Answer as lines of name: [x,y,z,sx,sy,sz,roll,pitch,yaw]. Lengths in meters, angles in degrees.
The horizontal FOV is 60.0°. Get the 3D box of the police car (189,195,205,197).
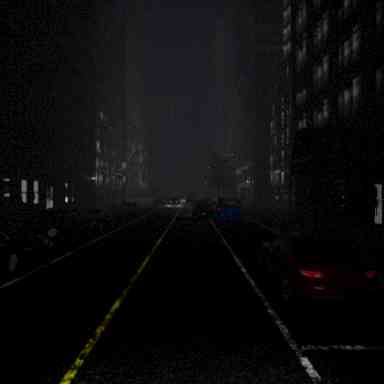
police car: [0.896,1.447,38.040,1.930,1.638,5.238,0,0,0]

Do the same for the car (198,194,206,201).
car: [2.681,1.444,87.527,1.967,1.590,4.097,0,0,0]

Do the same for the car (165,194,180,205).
car: [-3.064,1.533,57.776,1.837,1.490,4.892,0,0,1]

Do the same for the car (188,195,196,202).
car: [-0.009,1.471,78.692,1.837,1.490,4.892,0,0,0]

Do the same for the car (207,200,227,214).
car: [2.686,1.603,36.295,1.802,1.307,4.206,0,0,0]

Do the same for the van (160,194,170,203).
van: [-5.697,1.365,70.453,1.690,1.788,3.998,0,0,0]

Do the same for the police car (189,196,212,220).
police car: [0.897,1.444,28.040,1.930,1.638,5.238,0,0,0]

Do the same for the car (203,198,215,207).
car: [2.685,1.610,53.373,1.802,1.307,4.206,0,0,0]

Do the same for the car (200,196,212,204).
car: [2.684,1.578,64.758,2.008,1.369,4.403,0,0,0]

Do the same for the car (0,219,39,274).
car: [-5.692,1.560,7.835,2.008,1.369,4.403,0,0,0]

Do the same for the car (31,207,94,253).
car: [-5.692,1.453,13.529,1.967,1.590,4.097,0,0,0]

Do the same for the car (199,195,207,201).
car: [2.682,1.451,81.835,1.967,1.590,4.097,0,0,0]

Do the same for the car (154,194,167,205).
car: [-5.697,1.580,59.068,2.008,1.369,4.403,0,0,0]

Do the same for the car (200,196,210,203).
car: [2.683,1.574,70.450,2.008,1.369,4.403,0,0,0]

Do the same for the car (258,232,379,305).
car: [2.689,1.591,7.835,1.802,1.307,4.206,0,0,0]

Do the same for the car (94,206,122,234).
car: [-5.693,1.566,19.221,2.008,1.369,4.403,0,0,0]

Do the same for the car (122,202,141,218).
car: [-5.694,1.601,30.605,1.802,1.307,4.206,0,0,0]

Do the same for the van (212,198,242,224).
van: [2.687,1.358,24.911,1.690,1.788,3.998,0,0,0]

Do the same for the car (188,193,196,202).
car: [0.894,1.375,43.901,2.097,1.767,4.553,0,0,0]

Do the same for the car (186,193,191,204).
car: [-0.007,1.248,63.721,2.150,2.045,5.566,0,0,0]
